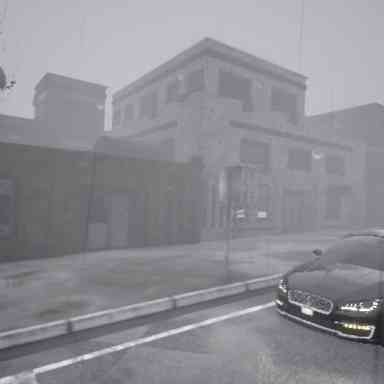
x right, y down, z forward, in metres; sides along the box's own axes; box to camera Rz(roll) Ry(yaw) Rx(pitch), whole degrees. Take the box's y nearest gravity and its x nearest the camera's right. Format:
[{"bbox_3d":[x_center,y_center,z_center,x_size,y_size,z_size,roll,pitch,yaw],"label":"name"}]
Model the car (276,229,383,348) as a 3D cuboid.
[{"bbox_3d":[3.666,1.524,6.307,4.892,1.490,1.837,1,0,-36],"label":"car"}]
